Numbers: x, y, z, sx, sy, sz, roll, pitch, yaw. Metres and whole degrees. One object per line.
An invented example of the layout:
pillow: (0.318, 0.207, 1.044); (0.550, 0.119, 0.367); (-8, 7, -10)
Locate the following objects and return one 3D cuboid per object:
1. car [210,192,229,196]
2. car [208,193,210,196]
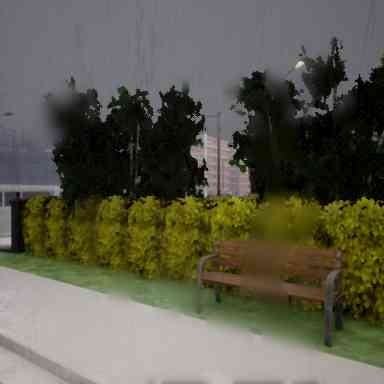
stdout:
car: (6.219, 0.774, 68.303); (1.994, 1.385, 4.181); (0, 1, 35)
car: (2.128, 0.744, 68.566); (2.128, 1.511, 4.902); (0, 1, 35)
